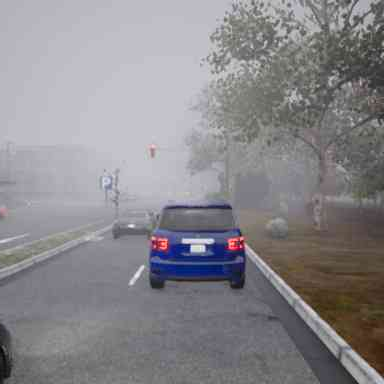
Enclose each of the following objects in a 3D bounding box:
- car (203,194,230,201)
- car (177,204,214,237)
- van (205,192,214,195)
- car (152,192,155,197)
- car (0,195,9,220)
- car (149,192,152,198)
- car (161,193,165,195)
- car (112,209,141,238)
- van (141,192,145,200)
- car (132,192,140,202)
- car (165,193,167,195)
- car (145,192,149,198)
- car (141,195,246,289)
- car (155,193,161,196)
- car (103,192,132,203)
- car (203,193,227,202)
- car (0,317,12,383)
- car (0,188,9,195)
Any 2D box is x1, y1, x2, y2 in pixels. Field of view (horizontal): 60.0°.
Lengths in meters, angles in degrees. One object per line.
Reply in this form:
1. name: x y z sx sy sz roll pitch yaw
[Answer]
1. car: 5.315 1.158 71.580 5.366 1.575 1.946 1 0 -13
2. car: 0.202 1.503 19.160 1.837 1.490 4.892 0 0 0
3. van: 4.386 0.946 65.618 4.442 1.987 1.878 1 0 -14
4. car: -12.141 1.240 81.002 4.674 1.452 2.002 -1 0 -13
5. car: -16.588 1.366 25.250 4.553 1.767 2.185 -1 0 -19
6. car: -12.518 1.244 78.000 4.674 1.452 2.002 -1 0 -13
7. car: -10.862 0.932 89.987 5.566 2.045 2.435 -1 0 -12
8. car: -2.816 1.561 17.620 1.994 1.385 4.181 0 0 1
9. van: -13.128 0.987 72.035 4.442 1.987 1.878 -1 0 -14
10. car: -13.696 1.218 66.044 5.366 1.575 1.946 -1 0 -15
11. car: -10.435 1.179 92.966 5.008 1.535 2.097 -1 0 -11
12. car: -12.895 1.211 75.006 4.892 1.521 2.231 -1 0 -13
13. car: 0.126 1.219 9.301 2.150 2.045 5.566 0 0 0
14. car: -11.317 1.229 86.982 4.674 1.452 2.002 -1 0 -12
15. car: -14.346 1.265 63.053 4.792 1.488 2.163 -1 0 -15
16. car: 4.774 1.040 68.587 4.553 1.767 2.185 1 0 -14
17. car: -2.896 1.505 1.718 1.837 1.490 4.892 0 1 0
18. car: -31.080 0.057 53.945 2.002 1.452 4.674 6 -2 -19
